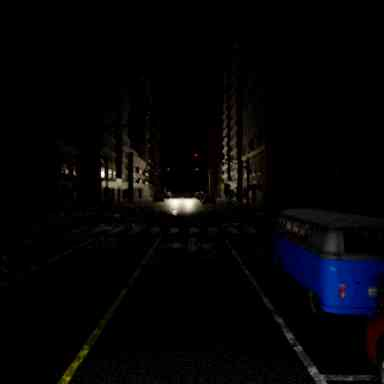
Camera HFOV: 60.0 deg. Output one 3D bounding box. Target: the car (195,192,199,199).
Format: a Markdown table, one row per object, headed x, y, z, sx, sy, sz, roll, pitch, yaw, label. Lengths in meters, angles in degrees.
| x | y | z | sx | sy | sz | roll | pitch | yaw | label |
| --- | --- | --- | --- | --- | --- | --- | --- | --- | --- |
| 2.099 | 1.130 | 73.501 | 1.802 | 1.307 | 4.206 | 0 | 0 | -1 | car |

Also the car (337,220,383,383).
| x | y | z | sx | sy | sz | roll | pitch | yaw | label |
| --- | --- | --- | --- | --- | --- | --- | --- | --- | --- |
| 2.859 | 1.304 | 1.476 | 2.192 | 1.841 | 5.009 | 0 | 0 | 0 | car |

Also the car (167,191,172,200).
| x | y | z | sx | sy | sz | roll | pitch | yaw | label |
| --- | --- | --- | --- | --- | --- | --- | --- | --- | --- |
| -6.547 | 0.843 | 78.982 | 2.192 | 1.841 | 5.009 | 0 | 0 | -1 | car |

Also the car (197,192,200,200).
| x | y | z | sx | sy | sz | roll | pitch | yaw | label |
| --- | --- | --- | --- | --- | --- | --- | --- | --- | --- |
| 2.345 | 1.191 | 62.198 | 1.802 | 1.307 | 4.206 | 0 | 0 | -1 | car |

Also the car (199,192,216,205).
| x | y | z | sx | sy | sz | roll | pitch | yaw | label |
| --- | --- | --- | --- | --- | --- | --- | --- | --- | --- |
| 2.589 | 1.115 | 50.890 | 1.967 | 1.590 | 4.097 | 0 | 0 | -1 | car |

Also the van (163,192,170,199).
| x | y | z | sx | sy | sz | roll | pitch | yaw | label |
| --- | --- | --- | --- | --- | --- | --- | --- | --- | --- |
| -6.792 | 0.834 | 90.293 | 1.690 | 1.788 | 3.998 | 0 | 0 | -1 | van |

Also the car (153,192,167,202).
| x | y | z | sx | sy | sz | roll | pitch | yaw | label |
| --- | --- | --- | --- | --- | --- | --- | --- | --- | --- |
| -6.179 | 1.050 | 62.021 | 1.967 | 1.590 | 4.097 | 0 | 0 | -1 | car |

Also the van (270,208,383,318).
| x | y | z | sx | sy | sz | roll | pitch | yaw | label |
| --- | --- | --- | --- | --- | --- | --- | --- | --- | --- |
| 2.861 | 1.292 | 7.000 | 1.690 | 1.788 | 3.998 | 0 | 0 | 0 | van |

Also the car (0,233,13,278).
| x | y | z | sx | sy | sz | roll | pitch | yaw | label |
| --- | --- | --- | --- | --- | --- | --- | --- | --- | --- |
| -5.665 | 1.391 | 6.998 | 1.967 | 1.590 | 4.097 | 0 | 0 | 0 | car |
